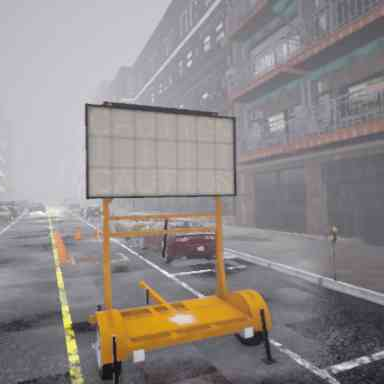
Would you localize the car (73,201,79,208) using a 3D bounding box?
[{"bbox_3d":[-11.823,1.886,37.363,2.008,1.369,4.403,1,-1,-24],"label":"car"}]

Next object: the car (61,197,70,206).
[{"bbox_3d":[-23.007,2.093,62.654,1.967,1.590,4.097,1,-1,-24],"label":"car"}]

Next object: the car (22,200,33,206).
[{"bbox_3d":[-36.960,2.511,74.685,1.947,1.339,4.313,1,-1,-24],"label":"car"}]

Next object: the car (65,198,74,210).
[{"bbox_3d":[-18.538,2.065,52.535,1.887,1.381,4.507,1,-1,-24],"label":"car"}]

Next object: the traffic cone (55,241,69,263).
[{"bbox_3d":[-4.325,2.056,11.164,0.340,0.580,0.340,-1,0,-24],"label":"traffic cone"}]

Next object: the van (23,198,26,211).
[{"bbox_3d":[-23.527,1.881,44.346,1.690,1.788,3.998,1,-1,-24],"label":"van"}]

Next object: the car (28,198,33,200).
[{"bbox_3d":[-30.243,2.052,59.518,2.192,1.841,5.009,1,-1,-24],"label":"car"}]

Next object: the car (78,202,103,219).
[{"bbox_3d":[-9.584,1.821,32.305,1.887,1.381,4.507,1,-1,-24],"label":"car"}]

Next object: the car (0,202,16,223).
[{"bbox_3d":[-16.746,1.884,29.018,1.752,1.417,4.829,1,-1,-24],"label":"car"}]

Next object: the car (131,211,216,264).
[{"bbox_3d":[-0.630,1.599,12.077,1.887,1.381,4.507,1,-1,-24],"label":"car"}]

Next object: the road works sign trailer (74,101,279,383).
[{"bbox_3d":[-0.458,0.488,5.252,2.380,3.560,2.880,-1,0,-24],"label":"road works sign trailer"}]

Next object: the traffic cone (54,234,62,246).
[{"bbox_3d":[-5.134,2.075,12.992,0.340,0.580,0.340,-1,0,-24],"label":"traffic cone"}]

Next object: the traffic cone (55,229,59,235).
[{"bbox_3d":[-5.944,2.094,14.821,0.340,0.580,0.340,-1,0,-24],"label":"traffic cone"}]

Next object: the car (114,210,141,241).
[{"bbox_3d":[-2.938,1.634,17.291,1.752,1.417,4.829,1,-1,-24],"label":"car"}]

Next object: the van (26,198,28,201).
[{"bbox_3d":[-25.767,1.945,49.404,1.690,1.788,3.998,1,-1,-24],"label":"van"}]

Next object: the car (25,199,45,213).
[{"bbox_3d":[-21.197,2.076,45.364,1.994,1.385,4.181,-1,0,-24],"label":"car"}]

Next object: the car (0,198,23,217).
[{"bbox_3d":[-19.051,1.734,34.235,2.192,1.841,5.009,1,-1,-24],"label":"car"}]

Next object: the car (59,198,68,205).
[{"bbox_3d":[-32.000,2.375,82.867,1.967,1.590,4.097,1,-1,-24],"label":"car"}]

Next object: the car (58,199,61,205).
[{"bbox_3d":[-27.522,2.105,72.753,2.192,1.841,5.009,1,-1,-24],"label":"car"}]

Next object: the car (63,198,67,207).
[{"bbox_3d":[-20.776,2.130,57.591,1.887,1.381,4.507,1,-1,-24],"label":"car"}]
